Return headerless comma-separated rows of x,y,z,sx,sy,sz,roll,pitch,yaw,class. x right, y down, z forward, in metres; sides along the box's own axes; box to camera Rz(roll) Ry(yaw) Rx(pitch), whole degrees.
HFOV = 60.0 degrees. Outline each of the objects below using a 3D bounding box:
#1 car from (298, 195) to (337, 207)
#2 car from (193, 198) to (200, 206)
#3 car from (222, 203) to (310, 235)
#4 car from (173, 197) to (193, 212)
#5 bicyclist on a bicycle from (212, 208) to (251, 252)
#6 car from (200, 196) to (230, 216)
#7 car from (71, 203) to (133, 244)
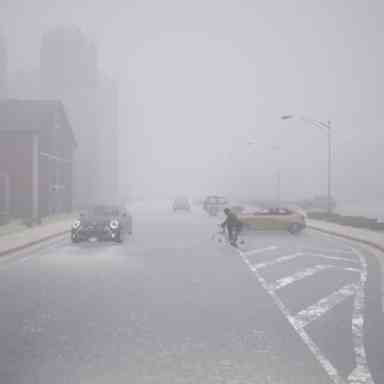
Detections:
15.931,1.310,42.238,4.605,1.855,1.932,0,0,-2,car
2.263,1.480,55.851,4.611,1.667,2.242,0,0,-2,car
3.960,1.506,18.196,4.193,1.474,1.816,0,0,-2,car
-1.243,1.601,38.568,1.895,1.301,4.718,0,0,-2,car
1.499,1.452,12.795,1.656,1.620,0.582,0,0,32,bicyclist on a bicycle
2.988,1.313,31.655,3.866,1.878,1.905,0,0,-2,car
-4.106,1.353,15.813,2.097,1.767,4.553,0,0,-2,car
